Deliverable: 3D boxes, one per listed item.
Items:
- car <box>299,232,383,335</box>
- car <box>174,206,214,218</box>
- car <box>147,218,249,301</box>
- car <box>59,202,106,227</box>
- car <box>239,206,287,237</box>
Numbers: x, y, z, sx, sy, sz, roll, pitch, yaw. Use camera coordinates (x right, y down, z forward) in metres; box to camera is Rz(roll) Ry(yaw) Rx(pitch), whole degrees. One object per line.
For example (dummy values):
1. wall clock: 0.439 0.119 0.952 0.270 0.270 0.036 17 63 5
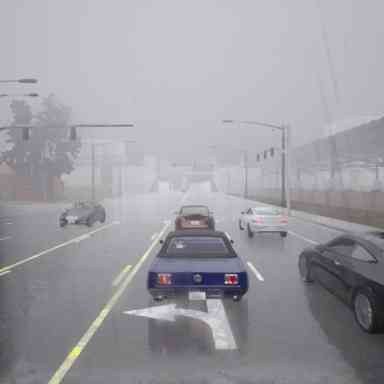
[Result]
1. car: 3.620 1.515 6.549 1.812 1.442 4.674 0 0 0
2. car: 0.127 1.436 17.504 2.163 1.488 4.792 0 0 0
3. car: 0.113 1.584 8.241 1.895 1.301 4.718 0 0 0
4. car: -6.968 1.417 21.664 2.128 1.511 4.902 0 0 0
5. car: 3.630 1.462 17.400 1.812 1.442 4.674 0 0 0
